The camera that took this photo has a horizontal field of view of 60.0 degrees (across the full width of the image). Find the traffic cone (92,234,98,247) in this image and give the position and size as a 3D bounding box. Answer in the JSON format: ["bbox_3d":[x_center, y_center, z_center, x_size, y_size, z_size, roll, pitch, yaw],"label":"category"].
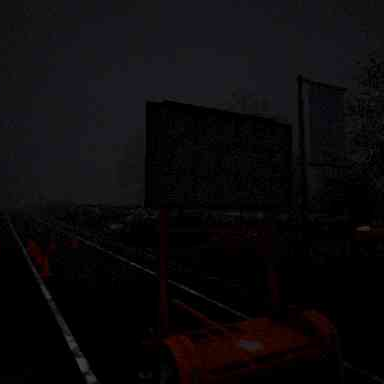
[{"bbox_3d":[-4.888,2.446,16.814,0.340,0.580,0.340,2,-2,-30],"label":"traffic cone"}]

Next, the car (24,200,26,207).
[{"bbox_3d":[-36.652,3.191,79.097,4.792,1.488,2.163,2,-2,-30],"label":"car"}]

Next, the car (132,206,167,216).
[{"bbox_3d":[-7.026,3.082,54.840,5.366,1.575,1.946,2,-2,-30],"label":"car"}]

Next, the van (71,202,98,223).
[{"bbox_3d":[-8.367,2.152,30.695,4.442,1.987,1.878,2,-2,-30],"label":"van"}]

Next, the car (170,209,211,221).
[{"bbox_3d":[-0.190,2.909,42.753,4.792,1.488,2.163,2,-2,-30],"label":"car"}]

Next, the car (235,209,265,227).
[{"bbox_3d":[6.859,2.605,30.803,5.008,1.535,2.097,2,-2,-30],"label":"car"}]

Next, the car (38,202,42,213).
[{"bbox_3d":[-21.038,2.766,52.510,4.892,1.521,2.231,2,-2,-30],"label":"car"}]

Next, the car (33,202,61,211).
[{"bbox_3d":[-28.145,2.819,64.591,4.553,1.767,2.185,2,-2,-30],"label":"car"}]

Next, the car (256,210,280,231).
[{"bbox_3d":[8.264,2.547,28.409,5.008,1.535,2.097,2,-2,-30],"label":"car"}]

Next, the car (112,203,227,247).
[{"bbox_3d":[-1.199,1.839,18.649,5.566,2.045,2.435,2,-2,-30],"label":"car"}]

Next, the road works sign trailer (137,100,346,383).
[{"bbox_3d":[0.347,0.641,4.799,2.380,3.560,2.880,2,-2,-29],"label":"road works sign trailer"}]

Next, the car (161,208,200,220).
[{"bbox_3d":[-1.548,2.954,45.183,4.792,1.488,2.163,2,-2,-30],"label":"car"}]

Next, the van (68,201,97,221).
[{"bbox_3d":[-9.583,2.212,33.229,4.442,1.987,1.878,2,-2,-30],"label":"van"}]

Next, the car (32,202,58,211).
[{"bbox_3d":[-29.563,2.855,67.009,4.553,1.767,2.185,2,-2,-30],"label":"car"}]

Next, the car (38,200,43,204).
[{"bbox_3d":[-22.421,2.676,54.950,4.553,1.767,2.185,2,-2,-30],"label":"car"}]

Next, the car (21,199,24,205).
[{"bbox_3d":[-40.719,3.274,86.461,5.366,1.575,1.946,2,-2,-30],"label":"car"}]

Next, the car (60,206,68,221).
[{"bbox_3d":[-11.080,2.518,35.594,4.792,1.488,2.163,2,-2,-30],"label":"car"}]

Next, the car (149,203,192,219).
[{"bbox_3d":[-2.996,2.715,47.555,5.566,2.045,2.435,2,-2,-30],"label":"car"}]

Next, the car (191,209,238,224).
[{"bbox_3d":[2.638,2.775,37.980,5.008,1.535,2.097,2,-2,-30],"label":"car"}]

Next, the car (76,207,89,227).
[{"bbox_3d":[-6.855,2.324,28.323,5.008,1.535,2.097,2,-2,-30],"label":"car"}]

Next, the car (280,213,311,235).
[{"bbox_3d":[9.669,2.491,26.016,4.892,1.521,2.231,2,-2,-30],"label":"car"}]

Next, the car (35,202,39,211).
[{"bbox_3d":[-23.871,2.877,57.347,4.674,1.452,2.002,2,-2,-30],"label":"car"}]

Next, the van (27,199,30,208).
[{"bbox_3d":[-32.470,2.825,71.805,4.442,1.987,1.878,2,-2,-30],"label":"van"}]

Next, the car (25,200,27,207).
[{"bbox_3d":[-33.796,3.090,74.273,5.008,1.535,2.097,2,-2,-30],"label":"car"}]

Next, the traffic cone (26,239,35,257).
[{"bbox_3d":[-6.463,2.319,13.577,0.340,0.580,0.340,2,-2,-30],"label":"traffic cone"}]

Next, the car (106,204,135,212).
[{"bbox_3d":[-14.365,3.250,66.625,5.366,1.575,1.946,2,-2,-30],"label":"car"}]

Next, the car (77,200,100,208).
[{"bbox_3d":[-28.385,3.368,90.864,5.566,2.045,2.435,2,-2,-30],"label":"car"}]

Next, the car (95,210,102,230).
[{"bbox_3d":[-4.013,2.248,23.490,4.674,1.452,2.002,2,-2,-30],"label":"car"}]

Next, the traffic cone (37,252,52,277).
[{"bbox_3d":[-4.445,2.237,10.125,0.340,0.580,0.340,2,-2,-30],"label":"traffic cone"}]

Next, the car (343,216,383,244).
[{"bbox_3d":[12.311,2.366,21.133,5.366,1.575,1.946,2,-2,-30],"label":"car"}]

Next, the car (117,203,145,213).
[{"bbox_3d":[-11.370,3.062,61.950,4.553,1.767,2.185,2,-2,-30],"label":"car"}]

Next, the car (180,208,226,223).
[{"bbox_3d":[1.397,2.830,40.471,5.366,1.575,1.946,2,-2,-30],"label":"car"}]

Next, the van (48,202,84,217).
[{"bbox_3d":[-18.093,2.470,47.741,4.442,1.987,1.878,2,-2,-30],"label":"van"}]

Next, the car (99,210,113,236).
[{"bbox_3d":[-2.756,2.141,20.979,5.366,1.575,1.946,2,-2,-30],"label":"car"}]

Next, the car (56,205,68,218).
[{"bbox_3d":[-12.528,2.574,37.999,4.674,1.452,2.002,2,-2,-30],"label":"car"}]

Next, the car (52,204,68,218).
[{"bbox_3d":[-13.938,2.578,40.423,4.892,1.521,2.231,2,-2,-30],"label":"car"}]

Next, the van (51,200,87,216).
[{"bbox_3d":[-15.258,2.397,42.907,4.442,1.987,1.878,2,-2,-30],"label":"van"}]

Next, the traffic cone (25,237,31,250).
[{"bbox_3d":[-7.473,2.359,15.303,0.340,0.580,0.340,2,-2,-30],"label":"traffic cone"}]

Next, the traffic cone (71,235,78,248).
[{"bbox_3d":[-5.749,2.417,16.310,0.340,0.580,0.340,2,-2,-30],"label":"traffic cone"}]

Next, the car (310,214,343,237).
[{"bbox_3d":[11.091,2.462,23.634,4.792,1.488,2.163,2,-2,-30],"label":"car"}]

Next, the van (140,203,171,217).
[{"bbox_3d":[-5.679,2.821,52.418,4.442,1.987,1.878,2,-2,-30],"label":"van"}]

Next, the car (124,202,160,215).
[{"bbox_3d":[-8.561,2.865,57.162,5.566,2.045,2.435,2,-2,-30],"label":"car"}]

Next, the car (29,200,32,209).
[{"bbox_3d":[-26.723,2.657,62.178,5.566,2.045,2.435,2,-2,-30],"label":"car"}]

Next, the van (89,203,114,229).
[{"bbox_3d":[-5.328,2.043,25.974,4.442,1.987,1.878,2,-2,-30],"label":"van"}]

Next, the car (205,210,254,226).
[{"bbox_3d":[4.042,2.721,35.584,4.892,1.521,2.231,2,-2,-30],"label":"car"}]

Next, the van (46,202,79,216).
[{"bbox_3d":[-19.510,2.506,50.159,4.442,1.987,1.878,2,-2,-30],"label":"van"}]

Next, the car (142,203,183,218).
[{"bbox_3d":[-4.351,2.757,49.979,5.566,2.045,2.435,2,-2,-30],"label":"car"}]

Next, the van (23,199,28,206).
[{"bbox_3d":[-38.141,2.970,81.477,4.442,1.987,1.878,2,-2,-30],"label":"van"}]

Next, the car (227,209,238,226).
[{"bbox_3d":[5.430,2.410,33.188,5.566,2.045,2.435,2,-2,-30],"label":"car"}]

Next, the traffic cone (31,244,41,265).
[{"bbox_3d":[-5.454,2.278,11.851,0.340,0.580,0.340,2,-2,-30],"label":"traffic cone"}]

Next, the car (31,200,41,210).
[{"bbox_3d":[-25.306,2.621,59.759,5.566,2.045,2.435,2,-2,-30],"label":"car"}]

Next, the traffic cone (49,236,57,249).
[{"bbox_3d":[-6.610,2.388,15.807,0.340,0.580,0.340,2,-2,-30],"label":"traffic cone"}]

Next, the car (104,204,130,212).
[{"bbox_3d":[-15.605,3.296,69.117,4.892,1.521,2.231,2,-2,-30],"label":"car"}]

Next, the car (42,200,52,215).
[{"bbox_3d":[-16.799,2.404,45.250,5.566,2.045,2.435,2,-2,-30],"label":"car"}]
